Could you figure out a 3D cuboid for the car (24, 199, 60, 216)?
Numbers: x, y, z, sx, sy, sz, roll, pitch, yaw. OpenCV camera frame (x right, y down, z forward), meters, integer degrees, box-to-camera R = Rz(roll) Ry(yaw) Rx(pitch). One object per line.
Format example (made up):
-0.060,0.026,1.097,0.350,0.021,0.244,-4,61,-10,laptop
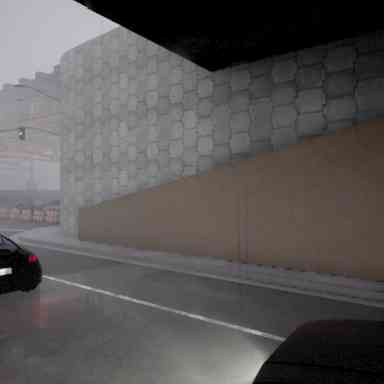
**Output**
-12.058,1.295,29.638,4.536,1.218,1.853,0,0,1,car

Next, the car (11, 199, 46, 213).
-15.808,1.295,32.451,1.853,1.218,4.536,0,0,-9,car

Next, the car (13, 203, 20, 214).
-15.799,1.453,32.400,2.038,1.542,4.974,0,0,-9,car

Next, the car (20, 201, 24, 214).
-12.110,1.453,29.638,4.974,1.542,2.038,0,0,1,car

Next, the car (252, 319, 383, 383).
3.001,1.548,1.848,5.357,1.411,2.033,0,0,36,car

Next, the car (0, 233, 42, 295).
-5.394,1.564,7.809,4.181,1.385,1.994,0,0,36,car
